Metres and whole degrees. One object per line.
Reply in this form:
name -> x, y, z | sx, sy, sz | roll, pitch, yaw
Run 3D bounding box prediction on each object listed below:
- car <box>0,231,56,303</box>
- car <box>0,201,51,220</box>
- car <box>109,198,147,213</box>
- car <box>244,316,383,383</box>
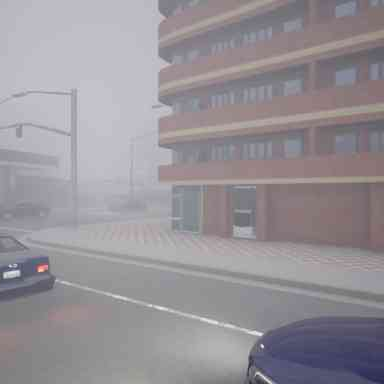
car -> -5.246, 1.545, 7.633 | 5.357, 1.411, 2.033 | 0, 0, 38
car -> -14.371, 1.502, 27.871 | 1.837, 1.490, 4.892 | 0, 0, 34
car -> -7.298, 1.530, 38.266 | 1.837, 1.490, 4.892 | 0, 0, 34
car -> 2.605, 1.537, 2.135 | 4.674, 1.442, 1.812 | 0, 0, 35
